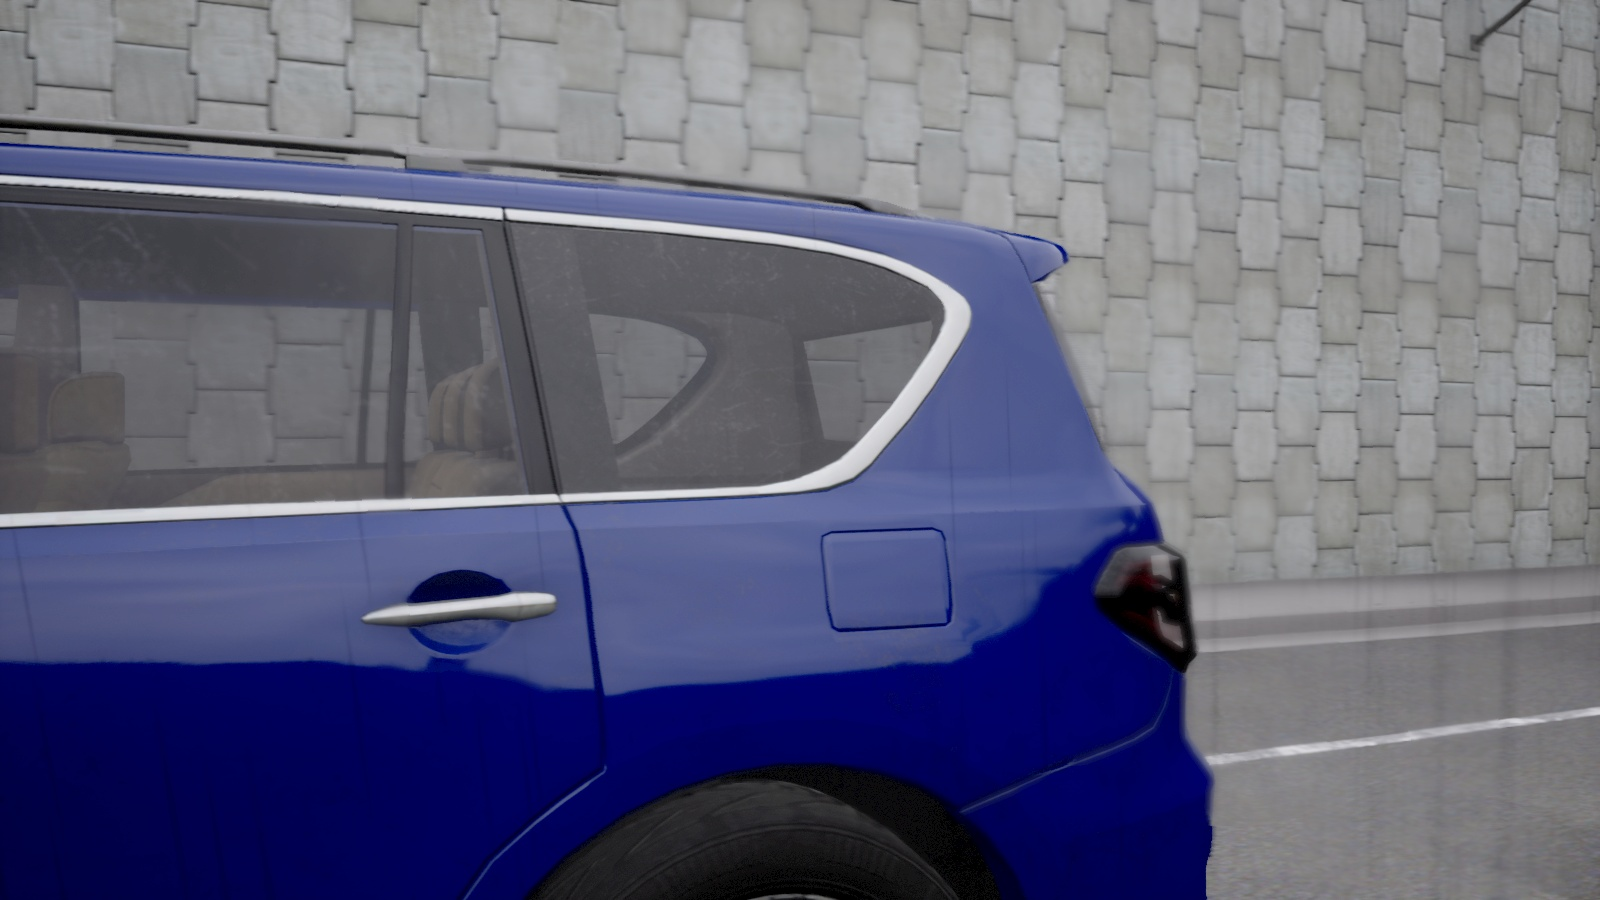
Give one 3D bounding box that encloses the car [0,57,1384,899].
[{"bbox_3d":[-1.812,0.496,2.541,5.566,2.045,2.150,-1,1,-21],"label":"car"}]
